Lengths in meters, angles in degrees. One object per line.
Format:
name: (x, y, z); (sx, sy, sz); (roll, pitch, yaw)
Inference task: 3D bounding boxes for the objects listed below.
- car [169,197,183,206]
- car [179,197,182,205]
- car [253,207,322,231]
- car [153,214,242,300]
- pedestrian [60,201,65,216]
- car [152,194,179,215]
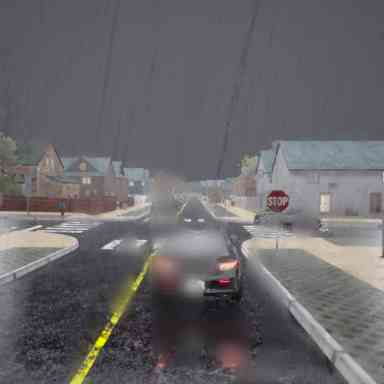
car: (-2.678, 1.541, 56.708); (1.994, 1.385, 4.181); (0, 0, 1)
car: (-2.726, 1.551, 43.972); (1.994, 1.385, 4.181); (0, 0, 1)
car: (6.061, 1.685, 21.220); (4.181, 1.385, 1.994); (1, 1, -4)
car: (0.175, 1.523, 8.303); (1.812, 1.442, 4.674); (0, 0, 2)
pedestrian: (-9.620, 1.242, 24.741); (0.500, 1.100, 0.500); (0, 0, 1)
car: (-2.771, 1.213, 34.057); (2.150, 2.045, 5.566); (0, 0, 0)
